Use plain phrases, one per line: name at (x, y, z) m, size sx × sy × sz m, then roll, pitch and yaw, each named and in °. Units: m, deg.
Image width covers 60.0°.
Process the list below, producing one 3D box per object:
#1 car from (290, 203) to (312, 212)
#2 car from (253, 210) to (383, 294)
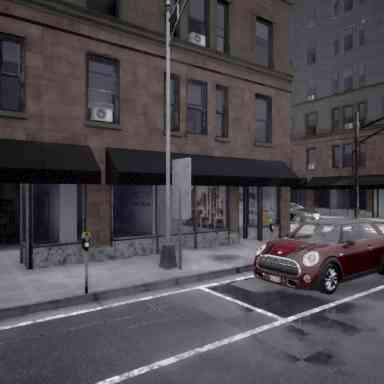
car at (7.101, 1.537, 24.645) m, size 2.128 × 1.511 × 4.902 m, roll 0°, pitch 0°, yaw -35°
car at (3.494, 1.440, 8.692) m, size 4.097 × 1.590 × 1.967 m, roll 0°, pitch 0°, yaw -36°
